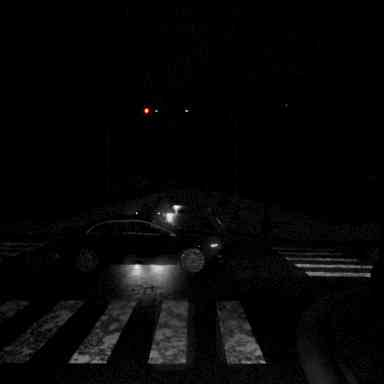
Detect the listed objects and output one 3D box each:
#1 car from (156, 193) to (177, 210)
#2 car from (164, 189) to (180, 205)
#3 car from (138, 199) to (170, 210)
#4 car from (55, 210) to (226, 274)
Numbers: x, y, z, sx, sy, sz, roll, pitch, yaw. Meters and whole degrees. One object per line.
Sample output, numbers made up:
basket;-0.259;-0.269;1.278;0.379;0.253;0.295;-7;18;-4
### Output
car;-2.875;1.170;33.794;1.837;1.490;4.892;0;1;0
car;-2.871;0.672;45.990;2.150;2.045;5.566;0;1;0
car;-2.869;1.425;23.681;1.895;1.301;4.718;0;1;0
car;-1.459;1.460;9.906;4.902;1.511;2.128;0;1;0
